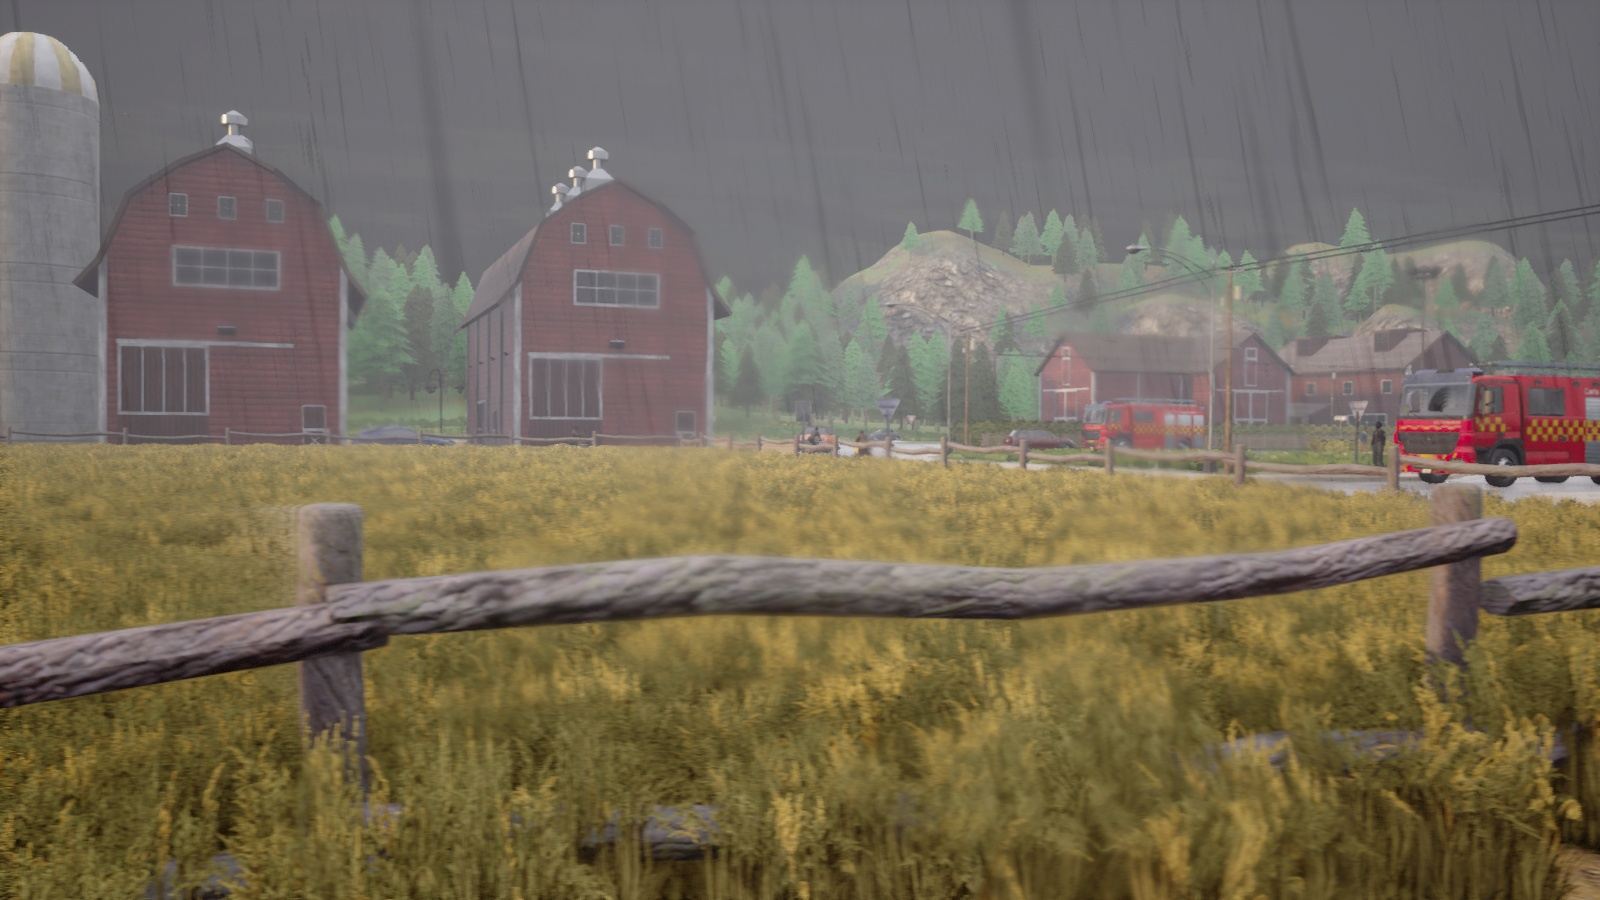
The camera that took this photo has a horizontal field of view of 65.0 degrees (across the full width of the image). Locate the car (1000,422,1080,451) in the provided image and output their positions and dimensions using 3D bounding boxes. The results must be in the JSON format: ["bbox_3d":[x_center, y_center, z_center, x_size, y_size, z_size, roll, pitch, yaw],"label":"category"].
[{"bbox_3d":[15.297,-0.867,80.014,4.553,1.767,2.097,-1,1,-9],"label":"car"}]

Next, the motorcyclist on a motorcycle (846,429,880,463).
[{"bbox_3d":[2.881,-0.213,57.397,0.797,1.523,2.044,-1,1,-20],"label":"motorcyclist on a motorcycle"}]

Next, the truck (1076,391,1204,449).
[{"bbox_3d":[23.465,-2.101,86.650,8.468,3.827,2.891,-1,1,-21],"label":"truck"}]

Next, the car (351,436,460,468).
[{"bbox_3d":[-18.341,0.072,58.397,4.674,1.442,1.812,-1,1,-24],"label":"car"}]

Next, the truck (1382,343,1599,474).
[{"bbox_3d":[22.678,-1.300,39.487,8.468,3.827,2.891,-1,1,-22],"label":"truck"}]

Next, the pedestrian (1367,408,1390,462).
[{"bbox_3d":[20.624,-0.543,44.761,0.666,1.930,0.402,-1,1,-19],"label":"pedestrian"}]

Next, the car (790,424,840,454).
[{"bbox_3d":[0.968,-0.685,75.952,2.097,1.767,4.553,0,1,13],"label":"car"}]
